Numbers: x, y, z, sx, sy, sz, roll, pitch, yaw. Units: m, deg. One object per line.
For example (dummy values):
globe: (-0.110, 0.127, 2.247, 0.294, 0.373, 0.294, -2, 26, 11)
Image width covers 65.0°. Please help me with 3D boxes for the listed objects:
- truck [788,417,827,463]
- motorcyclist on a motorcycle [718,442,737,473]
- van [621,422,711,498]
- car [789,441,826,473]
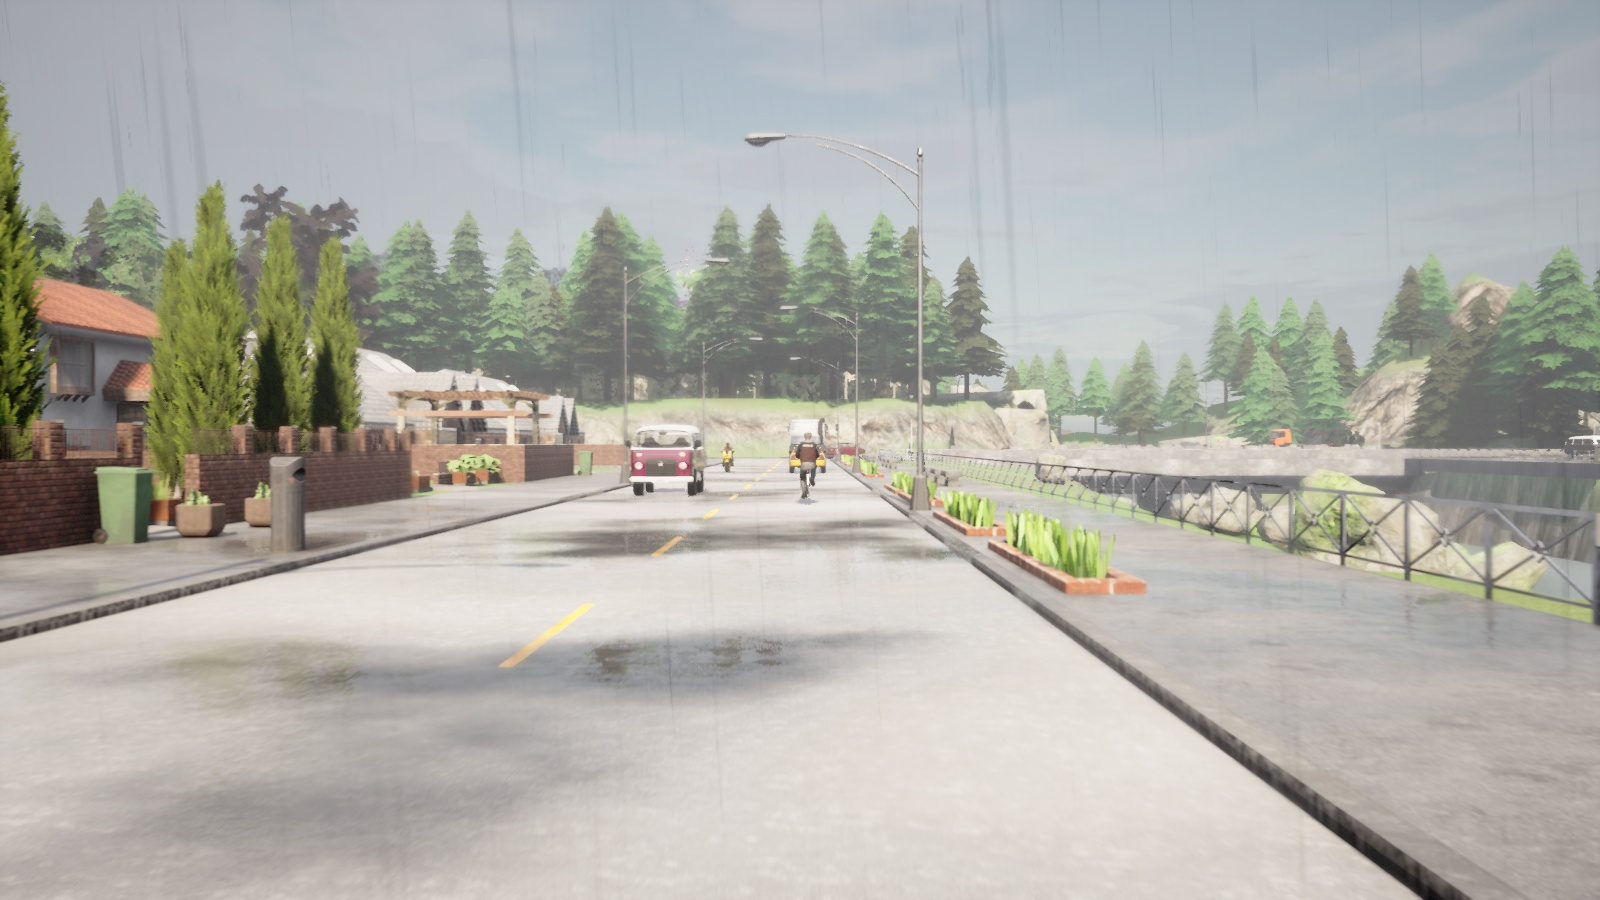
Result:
truck: (0.579, -0.785, 97.669, 2.891, 3.462, 7.936, 0, 0, 0)
motorcyclist on a motorcycle: (-3.624, 0.372, 62.769, 0.797, 1.523, 2.044, 0, 0, 0)
van: (-3.777, 0.263, 36.159, 2.069, 2.038, 4.480, 0, 0, 0)
car: (0.381, 0.328, 63.519, 1.801, 1.575, 5.366, 0, 0, 0)
